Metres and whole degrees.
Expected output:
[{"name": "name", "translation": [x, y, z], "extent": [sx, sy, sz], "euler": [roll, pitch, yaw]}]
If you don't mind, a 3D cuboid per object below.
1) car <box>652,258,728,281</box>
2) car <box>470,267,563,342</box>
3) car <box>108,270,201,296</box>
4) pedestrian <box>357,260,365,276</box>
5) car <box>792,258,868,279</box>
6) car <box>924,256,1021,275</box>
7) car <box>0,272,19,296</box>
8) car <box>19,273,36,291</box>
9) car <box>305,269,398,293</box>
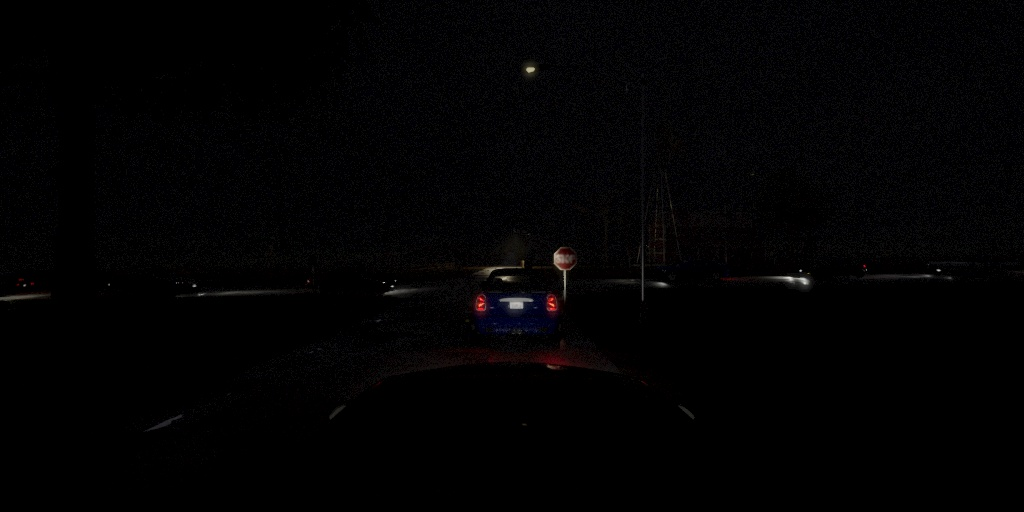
[{"name": "car", "translation": [12.660, 0.948, 25.653], "extent": [5.008, 1.535, 1.882], "euler": [-1, 1, 0]}, {"name": "car", "translation": [0.103, 1.104, 9.979], "extent": [2.097, 1.767, 4.553], "euler": [0, 0, 0]}, {"name": "car", "translation": [-22.747, 1.688, 22.908], "extent": [4.902, 1.511, 2.128], "euler": [-1, 1, 0]}, {"name": "pedestrian", "translation": [-12.145, 1.215, 28.819], "extent": [0.375, 1.860, 0.375], "euler": [0, 2, 0]}, {"name": "car", "translation": [22.613, 0.835, 25.602], "extent": [4.181, 1.385, 1.994], "euler": [-1, 1, 0]}, {"name": "car", "translation": [32.632, 0.668, 25.541], "extent": [4.718, 1.301, 1.895], "euler": [-1, 1, 1]}, {"name": "car", "translation": [-35.621, 1.905, 22.988], "extent": [5.008, 1.535, 1.882], "euler": [-1, 1, 0]}, {"name": "car", "translation": [-37.665, 1.917, 25.938], "extent": [4.892, 1.490, 1.837], "euler": [-1, 1, 0]}, {"name": "car", "translation": [-9.959, 1.514, 22.329], "extent": [5.357, 1.411, 2.033], "euler": [-1, 1, 8]}]
